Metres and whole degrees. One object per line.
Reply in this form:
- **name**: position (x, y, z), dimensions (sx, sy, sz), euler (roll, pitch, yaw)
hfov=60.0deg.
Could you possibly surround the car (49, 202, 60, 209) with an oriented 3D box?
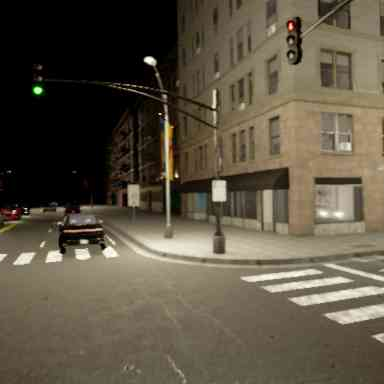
- **car**: position (-30.602, 2.937, 74.188), dimensions (1.994, 1.385, 4.181), euler (-1, -1, -20)

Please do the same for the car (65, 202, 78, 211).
- **car**: position (-21.792, 2.614, 60.110), dimensions (2.033, 1.411, 5.357), euler (-1, -1, -20)

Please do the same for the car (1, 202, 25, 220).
- **car**: position (-19.971, 2.134, 36.307), dimensions (2.097, 1.767, 4.553), euler (-1, -1, -20)

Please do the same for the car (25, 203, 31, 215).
- **car**: position (-23.438, 2.299, 45.644), dimensions (2.097, 1.767, 4.553), euler (-1, -1, -20)

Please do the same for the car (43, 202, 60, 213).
- **car**: position (-23.024, 2.627, 54.018), dimensions (1.895, 1.301, 4.718), euler (-1, -1, -20)

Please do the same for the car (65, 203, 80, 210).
- **car**: position (-15.221, 2.281, 42.501), dimensions (1.812, 1.442, 4.674), euler (-1, -1, -20)

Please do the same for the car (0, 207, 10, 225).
- **car**: position (-16.729, 2.226, 27.425), dimensions (1.895, 1.301, 4.718), euler (-1, -1, -20)

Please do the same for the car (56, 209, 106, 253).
- **car**: position (-5.057, 1.759, 15.215), dimensions (2.128, 1.511, 4.902), euler (-1, -1, -20)
